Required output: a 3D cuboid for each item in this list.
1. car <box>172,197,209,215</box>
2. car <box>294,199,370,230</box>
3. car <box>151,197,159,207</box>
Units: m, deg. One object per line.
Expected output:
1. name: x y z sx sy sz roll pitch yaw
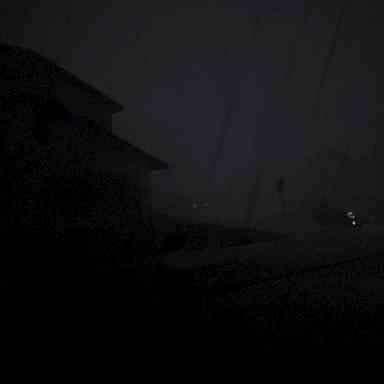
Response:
1. car: -0.209 1.350 34.398 2.097 1.767 4.553 0 0 -35
2. car: 8.910 1.351 21.398 2.097 1.767 4.553 0 0 -34
3. car: -6.752 1.525 50.832 1.812 1.442 4.674 0 0 -36
